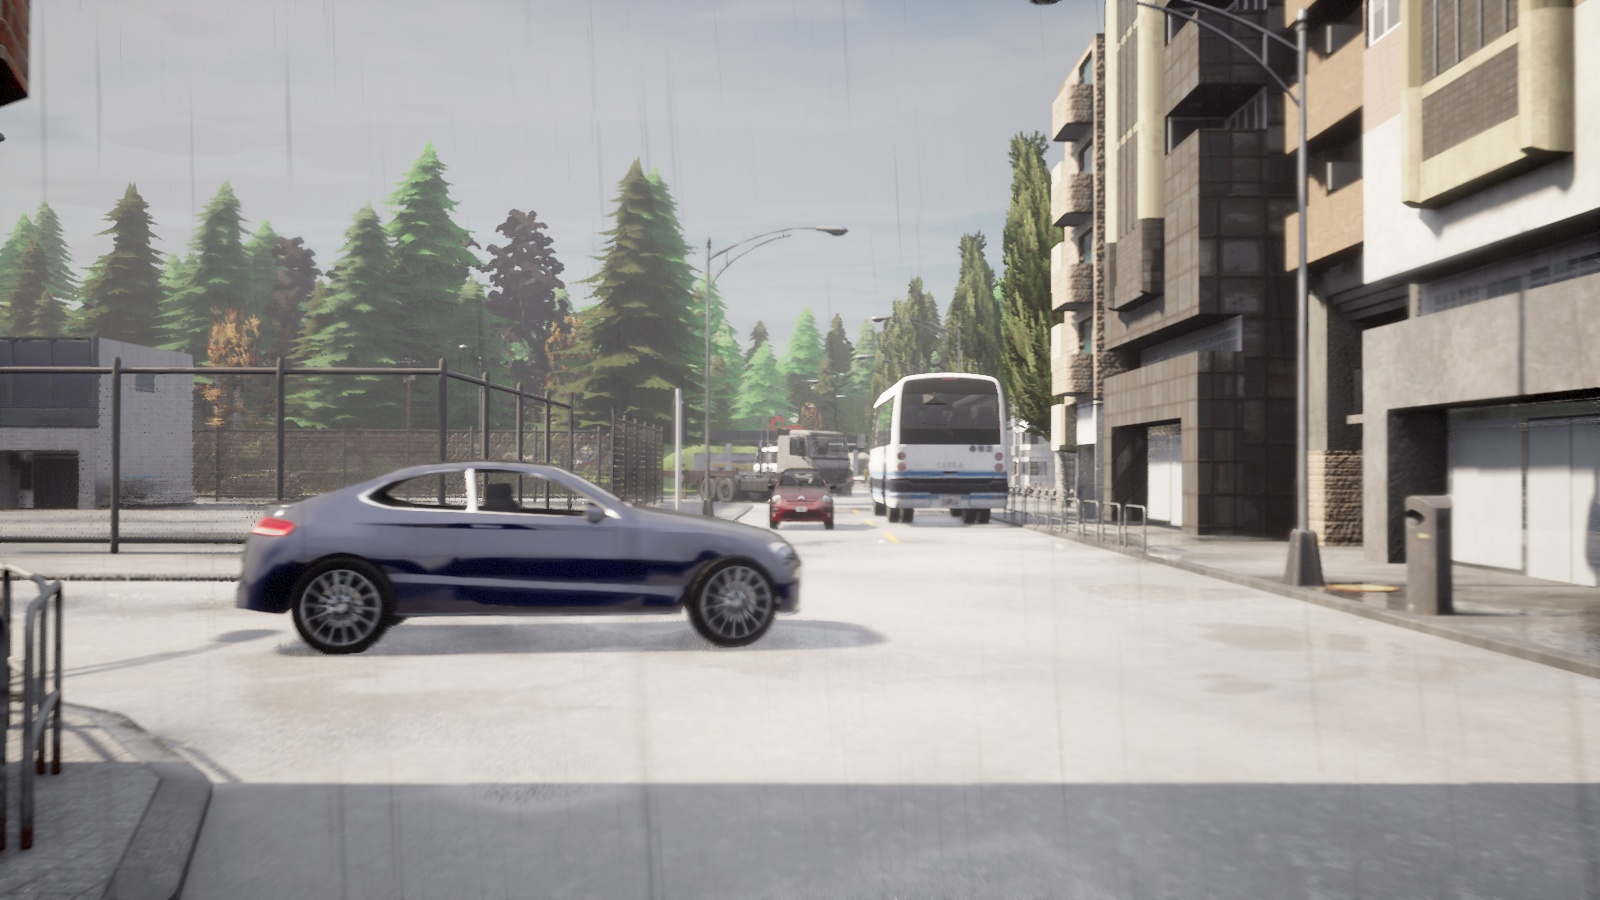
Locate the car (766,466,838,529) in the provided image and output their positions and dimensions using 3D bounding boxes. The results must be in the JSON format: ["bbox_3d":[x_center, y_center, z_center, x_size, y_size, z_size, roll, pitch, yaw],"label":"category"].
[{"bbox_3d":[0.058,1.254,34.158,1.851,1.617,3.988,0,-1,0],"label":"car"}]

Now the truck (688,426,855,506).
[{"bbox_3d":[-1.422,0.764,58.433,7.936,3.462,2.891,-1,-1,42],"label":"truck"}]

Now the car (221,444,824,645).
[{"bbox_3d":[-2.444,0.789,11.770,5.027,1.651,2.152,0,-1,-9],"label":"car"}]

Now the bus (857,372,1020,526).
[{"bbox_3d":[4.066,0.052,39.817,3.944,4.253,10.273,0,-1,0],"label":"bus"}]

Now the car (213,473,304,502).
[{"bbox_3d":[-27.757,1.915,64.492,3.806,1.475,1.970,0,-1,0],"label":"car"}]

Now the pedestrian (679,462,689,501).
[{"bbox_3d":[-5.830,1.590,63.021,0.396,1.930,0.692,0,-1,1],"label":"pedestrian"}]
